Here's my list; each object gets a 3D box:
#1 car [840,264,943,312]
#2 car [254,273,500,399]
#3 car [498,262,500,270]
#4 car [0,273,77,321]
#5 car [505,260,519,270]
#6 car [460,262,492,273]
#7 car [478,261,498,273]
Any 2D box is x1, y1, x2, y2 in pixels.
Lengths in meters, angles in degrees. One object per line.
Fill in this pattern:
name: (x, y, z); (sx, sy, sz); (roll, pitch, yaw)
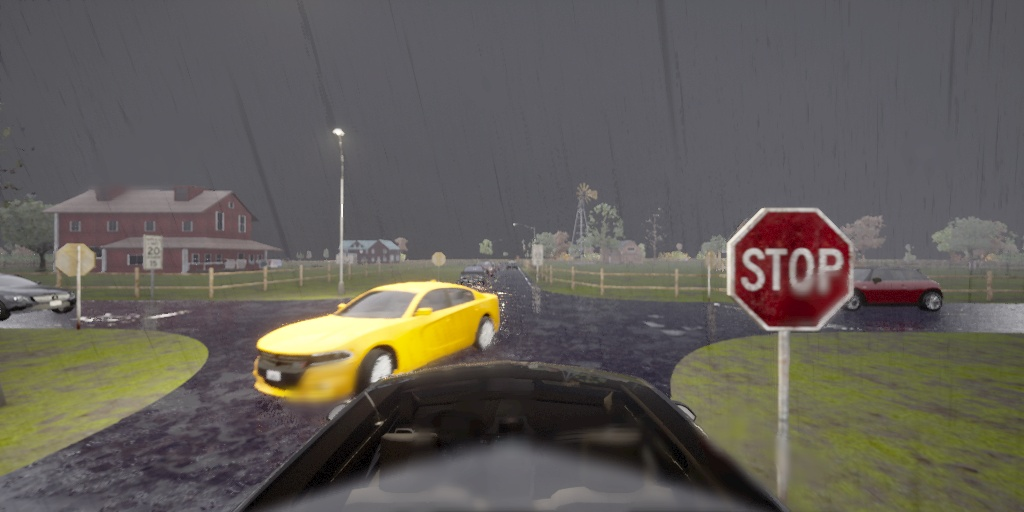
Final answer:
car: (14.159, 1.215, 14.463); (4.553, 1.767, 2.097); (0, 0, 0)
car: (-1.995, 1.254, 6.822); (1.882, 1.535, 5.008); (-1, -1, 25)
car: (-2.891, 1.471, 46.538); (1.837, 1.490, 4.892); (0, 0, 0)
car: (-17.235, 1.280, 11.719); (4.674, 1.442, 1.812); (0, 0, 0)
car: (0.010, 1.531, 59.670); (1.837, 1.490, 4.892); (0, 0, 0)
car: (-2.857, 1.425, 27.438); (2.033, 1.411, 5.357); (0, 0, -1)
car: (-2.889, 1.276, 37.297); (2.097, 1.767, 4.553); (0, 0, 0)
